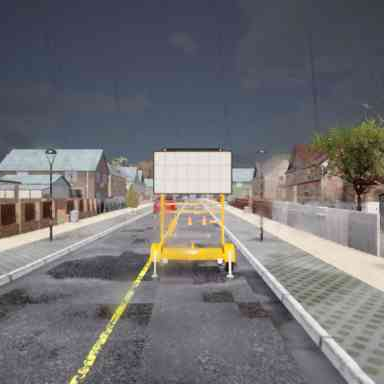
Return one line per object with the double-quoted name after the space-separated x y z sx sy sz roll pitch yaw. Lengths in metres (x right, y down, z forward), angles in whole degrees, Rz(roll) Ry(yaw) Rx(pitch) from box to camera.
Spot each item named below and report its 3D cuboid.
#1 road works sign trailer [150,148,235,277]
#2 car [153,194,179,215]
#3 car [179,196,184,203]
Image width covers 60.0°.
0.023 0.471 10.208 2.380 3.560 2.880 0 0 0 "road works sign trailer"
-2.815 1.279 35.237 2.150 2.045 5.566 0 0 0 "car"
-2.682 1.554 70.339 2.097 1.767 4.553 0 0 0 "car"
